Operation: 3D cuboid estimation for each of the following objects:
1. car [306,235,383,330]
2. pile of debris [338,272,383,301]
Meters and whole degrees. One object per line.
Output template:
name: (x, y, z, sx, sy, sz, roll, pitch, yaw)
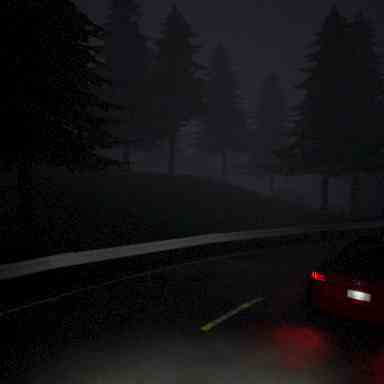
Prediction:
car: (3.970, 1.568, 6.600, 1.994, 1.385, 4.181, 1, 1, 44)
pile of debris: (4.538, 2.185, 7.609, 1.860, 0.140, 1.500, 0, 0, -39)
